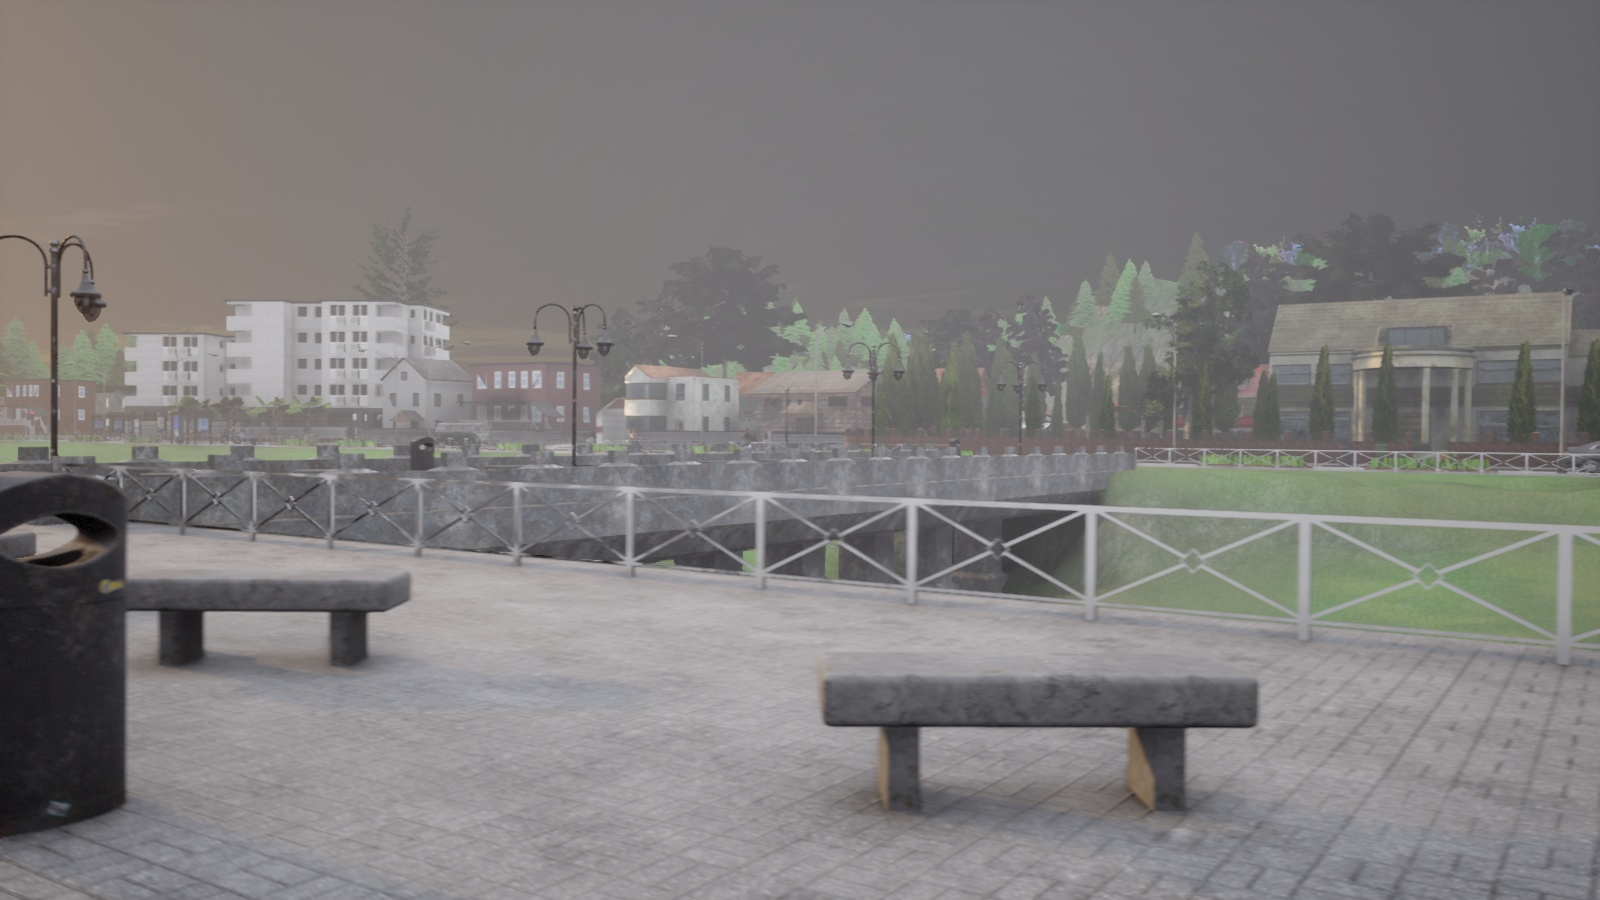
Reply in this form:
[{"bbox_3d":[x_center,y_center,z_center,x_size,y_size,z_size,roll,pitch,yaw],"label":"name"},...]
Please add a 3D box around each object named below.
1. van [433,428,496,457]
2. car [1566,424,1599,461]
[{"bbox_3d":[-23.887,-0.519,89.338,4.442,1.987,1.775,0,1,34],"label":"van"},{"bbox_3d":[33.958,-0.315,50.893,4.902,1.511,2.128,0,1,34],"label":"car"}]
